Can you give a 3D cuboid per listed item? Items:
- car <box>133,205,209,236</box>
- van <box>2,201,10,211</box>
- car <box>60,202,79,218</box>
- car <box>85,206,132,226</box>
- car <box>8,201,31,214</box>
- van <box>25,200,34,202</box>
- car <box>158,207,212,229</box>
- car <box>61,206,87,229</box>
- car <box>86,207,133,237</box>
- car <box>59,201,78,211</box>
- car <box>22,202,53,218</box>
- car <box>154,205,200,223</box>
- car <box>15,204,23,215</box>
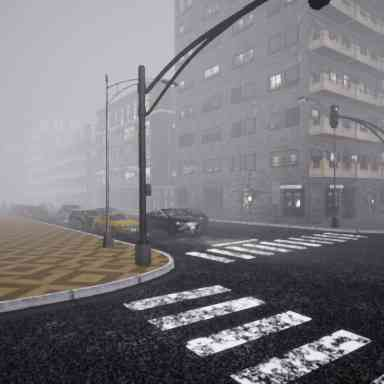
[{"bbox_3d":[-1.413,1.775,20.654,2.128,1.511,4.902,-1,-1,-36],"label":"car"},{"bbox_3d":[-31.638,2.433,57.377,1.690,1.788,3.998,-2,0,-36],"label":"van"},{"bbox_3d":[-13.230,2.118,36.754,1.837,1.490,4.892,-1,-1,-36],"label":"car"},{"bbox_3d":[-7.272,1.994,28.626,2.033,1.411,5.357,-1,-1,-37],"label":"car"},{"bbox_3d":[-24.935,2.449,48.266,1.887,1.381,4.507,-2,0,-36],"label":"car"},{"bbox_3d":[-41.631,2.832,85.120,1.690,1.788,3.998,-2,0,-36],"label":"van"},{"bbox_3d":[-0.609,1.870,25.035,1.994,1.385,4.181,-1,-1,-37],"label":"car"},{"bbox_3d":[-8.192,2.002,25.488,1.947,1.339,4.313,-2,0,-36],"label":"car"},{"bbox_3d":[-4.744,1.865,20.796,1.752,1.417,4.829,-2,0,-36],"label":"car"},{"bbox_3d":[-21.536,2.367,57.786,1.967,1.590,4.097,-2,0,-36],"label":"car"},{"bbox_3d":[-18.237,2.262,39.155,1.887,1.381,4.507,-2,0,-36],"label":"car"},{"bbox_3d":[-1.441,1.916,30.453,2.008,1.369,4.403,-2,0,-36],"label":"car"},{"bbox_3d":[-21.585,2.393,43.710,1.802,1.307,4.206,-2,0,-36],"label":"car"}]
